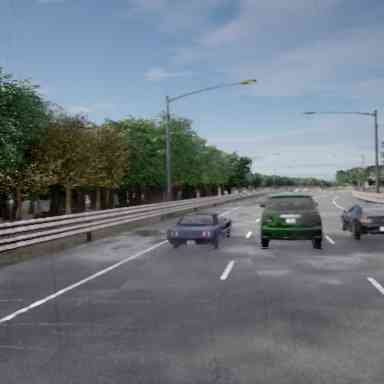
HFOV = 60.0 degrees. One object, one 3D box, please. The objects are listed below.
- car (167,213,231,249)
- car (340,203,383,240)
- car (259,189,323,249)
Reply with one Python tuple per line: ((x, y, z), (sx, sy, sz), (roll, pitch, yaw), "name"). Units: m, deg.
((0.517, 1.524, 14.227), (1.895, 1.301, 4.718), (-2, 0, 14), "car")
((7.935, 1.222, 14.933), (1.812, 1.442, 4.674), (-2, 0, 15), "car")
((4.014, 1.039, 13.817), (2.150, 2.045, 5.566), (-2, 0, 14), "car")
